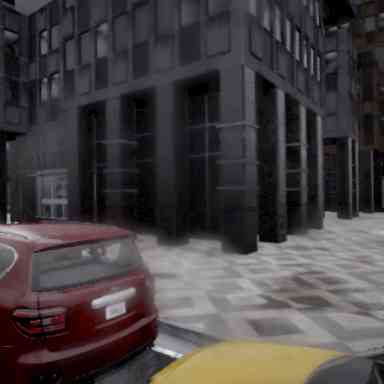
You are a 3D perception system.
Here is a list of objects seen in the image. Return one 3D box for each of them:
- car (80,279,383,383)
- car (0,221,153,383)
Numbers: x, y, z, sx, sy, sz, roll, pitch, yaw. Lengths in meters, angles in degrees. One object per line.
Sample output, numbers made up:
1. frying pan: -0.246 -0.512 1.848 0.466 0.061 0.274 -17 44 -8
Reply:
1. car: 1.666 1.521 1.779 4.829 1.417 1.752 -1 -1 35
2. car: -2.758 1.366 4.934 5.009 1.841 2.192 -1 -1 35
